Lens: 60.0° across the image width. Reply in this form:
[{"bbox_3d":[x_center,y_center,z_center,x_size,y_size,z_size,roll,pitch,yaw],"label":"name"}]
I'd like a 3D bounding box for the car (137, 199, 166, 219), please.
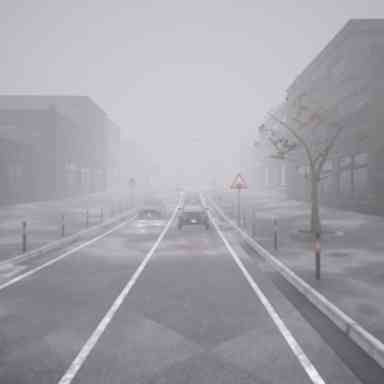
[{"bbox_3d":[-3.110,1.236,26.748,2.033,1.411,5.357,1,0,0],"label":"car"}]

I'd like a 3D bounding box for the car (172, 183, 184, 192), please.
[{"bbox_3d":[-2.749,-1.000,67.346,2.097,1.767,4.553,0,2,3],"label":"car"}]

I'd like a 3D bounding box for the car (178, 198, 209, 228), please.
[{"bbox_3d":[0.089,1.394,20.871,1.812,1.442,4.674,0,1,0],"label":"car"}]

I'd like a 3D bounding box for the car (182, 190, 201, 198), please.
[{"bbox_3d":[0.080,0.798,38.820,1.994,1.385,4.181,0,3,0],"label":"car"}]
